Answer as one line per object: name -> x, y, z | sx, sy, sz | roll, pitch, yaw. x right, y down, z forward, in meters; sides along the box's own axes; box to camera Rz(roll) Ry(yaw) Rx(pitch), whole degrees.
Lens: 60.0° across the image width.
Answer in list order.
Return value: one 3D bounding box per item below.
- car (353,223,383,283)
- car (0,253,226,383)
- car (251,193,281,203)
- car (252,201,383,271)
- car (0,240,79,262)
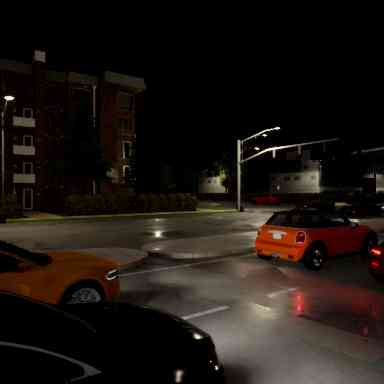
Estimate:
car -> 6.275, 1.526, 8.340 | 4.674, 1.442, 1.812 | 0, 0, -34
car -> -1.930, 1.505, 2.372 | 4.892, 1.490, 1.837 | 0, 0, -36
car -> 12.206, 1.223, 55.169 | 2.150, 2.045, 5.566 | 0, 0, -32
car -> 4.290, 1.352, 11.216 | 4.553, 1.767, 2.097 | 0, 0, -35
car -> -3.668, 1.478, 5.430 | 5.008, 1.535, 1.882 | 0, 0, -35
